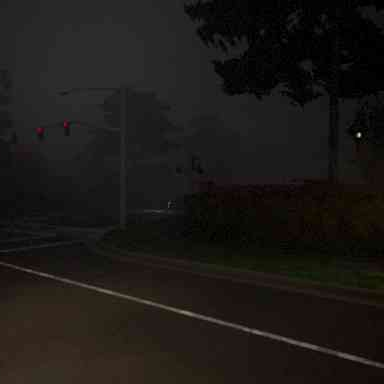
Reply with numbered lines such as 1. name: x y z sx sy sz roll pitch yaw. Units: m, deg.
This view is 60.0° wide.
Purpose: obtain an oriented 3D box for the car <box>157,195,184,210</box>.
1. car: -2.153 1.198 40.014 2.097 1.767 4.553 0 0 35
